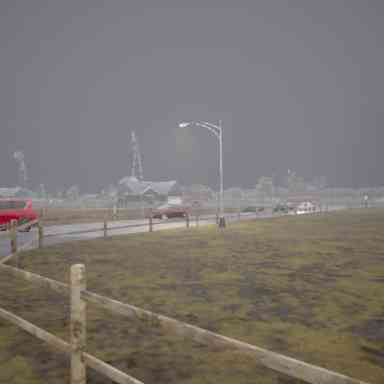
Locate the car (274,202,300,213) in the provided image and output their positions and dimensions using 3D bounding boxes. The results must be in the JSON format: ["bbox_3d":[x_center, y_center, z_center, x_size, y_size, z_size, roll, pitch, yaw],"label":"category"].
[{"bbox_3d":[13.437,2.244,47.919,1.837,1.490,4.892,-2,-2,36],"label":"car"}]

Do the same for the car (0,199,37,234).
[{"bbox_3d":[-11.455,1.405,18.562,2.150,2.045,5.566,-2,-2,27],"label":"car"}]

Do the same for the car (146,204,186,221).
[{"bbox_3d":[-2.357,1.934,32.199,1.882,1.535,5.008,-2,-2,36],"label":"car"}]

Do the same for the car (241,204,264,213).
[{"bbox_3d":[8.678,2.345,47.568,1.994,1.385,4.181,-2,-2,36],"label":"car"}]

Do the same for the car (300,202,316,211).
[{"bbox_3d":[19.454,2.456,56.324,1.812,1.442,4.674,-2,-2,36],"label":"car"}]
